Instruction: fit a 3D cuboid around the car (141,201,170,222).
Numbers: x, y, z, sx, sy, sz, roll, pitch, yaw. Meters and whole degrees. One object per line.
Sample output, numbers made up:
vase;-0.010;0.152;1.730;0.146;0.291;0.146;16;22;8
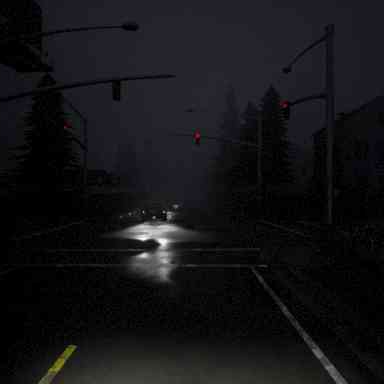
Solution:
car;-2.995;1.555;25.686;1.895;1.301;4.718;-1;-1;-8

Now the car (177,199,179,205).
car;-3.328;1.601;59.440;1.994;1.385;4.181;0;0;0

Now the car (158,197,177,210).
car;-3.472;1.491;42.212;2.128;1.511;4.902;0;0;0
